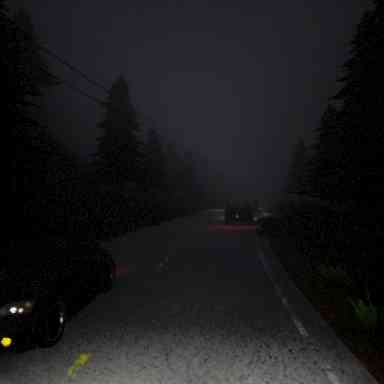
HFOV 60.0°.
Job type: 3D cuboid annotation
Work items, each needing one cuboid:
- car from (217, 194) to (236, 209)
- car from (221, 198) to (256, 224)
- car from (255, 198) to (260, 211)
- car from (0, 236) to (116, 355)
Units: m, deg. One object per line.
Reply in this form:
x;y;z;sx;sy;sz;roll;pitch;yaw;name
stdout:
4.928;1.267;45.744;2.150;2.045;5.566;0;0;14;car
3.614;1.506;25.124;1.882;1.535;5.008;0;0;12;car
7.458;1.538;41.816;2.128;1.511;4.902;1;0;14;car
-2.886;1.559;6.187;1.994;1.385;4.181;0;0;4;car
